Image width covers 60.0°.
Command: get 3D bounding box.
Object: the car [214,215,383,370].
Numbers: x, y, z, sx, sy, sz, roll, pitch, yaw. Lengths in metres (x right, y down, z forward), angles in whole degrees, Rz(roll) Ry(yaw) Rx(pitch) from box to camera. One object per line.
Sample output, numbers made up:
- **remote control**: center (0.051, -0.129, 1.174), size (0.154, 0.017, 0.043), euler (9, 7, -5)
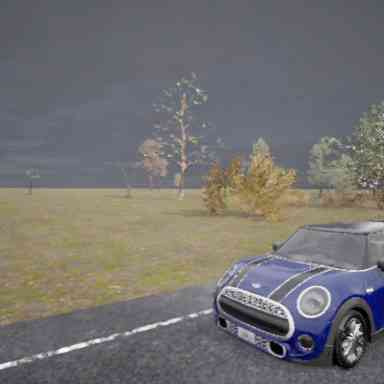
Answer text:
- **car**: center (2.564, 1.344, 5.821), size (4.553, 1.767, 2.097), euler (0, 0, -35)
